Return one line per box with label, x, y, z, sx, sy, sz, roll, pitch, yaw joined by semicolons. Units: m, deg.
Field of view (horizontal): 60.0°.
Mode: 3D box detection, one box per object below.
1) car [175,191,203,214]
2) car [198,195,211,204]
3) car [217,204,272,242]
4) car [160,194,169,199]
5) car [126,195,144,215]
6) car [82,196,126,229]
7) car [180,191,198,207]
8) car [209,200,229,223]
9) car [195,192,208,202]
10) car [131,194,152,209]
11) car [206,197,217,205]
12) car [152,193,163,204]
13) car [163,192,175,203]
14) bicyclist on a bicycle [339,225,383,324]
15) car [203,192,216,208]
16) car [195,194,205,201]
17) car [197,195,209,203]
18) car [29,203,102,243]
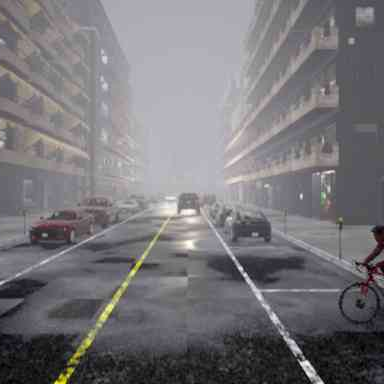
car;-0.324;1.031;33.248;2.150;2.045;5.566;0;0;-1
car;1.982;1.242;54.502;2.008;1.369;4.403;1;0;-1
car;2.509;1.459;15.531;2.008;1.369;4.403;1;0;-1
car;-6.775;1.127;82.259;1.802;1.307;4.206;1;0;-1
car;-6.095;1.342;31.982;1.752;1.417;4.829;1;0;-1
car;-5.943;1.194;21.017;2.192;1.841;5.009;1;0;-1
car;-0.499;0.950;46.895;2.150;2.045;5.566;0;0;-4
car;2.434;1.428;21.098;2.008;1.369;4.403;1;0;-1
car;1.834;0.947;65.634;2.192;1.841;5.009;1;0;-1
car;-6.169;1.100;37.719;2.192;1.841;5.009;1;0;-1
car;2.357;1.370;26.835;1.752;1.417;4.829;1;0;-1
car;-6.398;1.260;54.422;1.947;1.339;4.313;1;0;-1
car;-3.849;1.188;60.110;1.812;1.442;4.674;0;0;0
bicyclist on a bicycle;3.249;1.380;5.496;1.656;1.620;0.582;0;0;-1
car;2.135;1.067;43.366;2.192;1.841;5.009;1;0;-1
car;1.756;1.152;71.204;2.008;1.369;4.403;1;0;-1
car;1.906;1.206;60.069;1.887;1.381;4.507;1;0;-1
car;-5.871;1.455;15.451;1.887;1.381;4.507;1;0;-1
